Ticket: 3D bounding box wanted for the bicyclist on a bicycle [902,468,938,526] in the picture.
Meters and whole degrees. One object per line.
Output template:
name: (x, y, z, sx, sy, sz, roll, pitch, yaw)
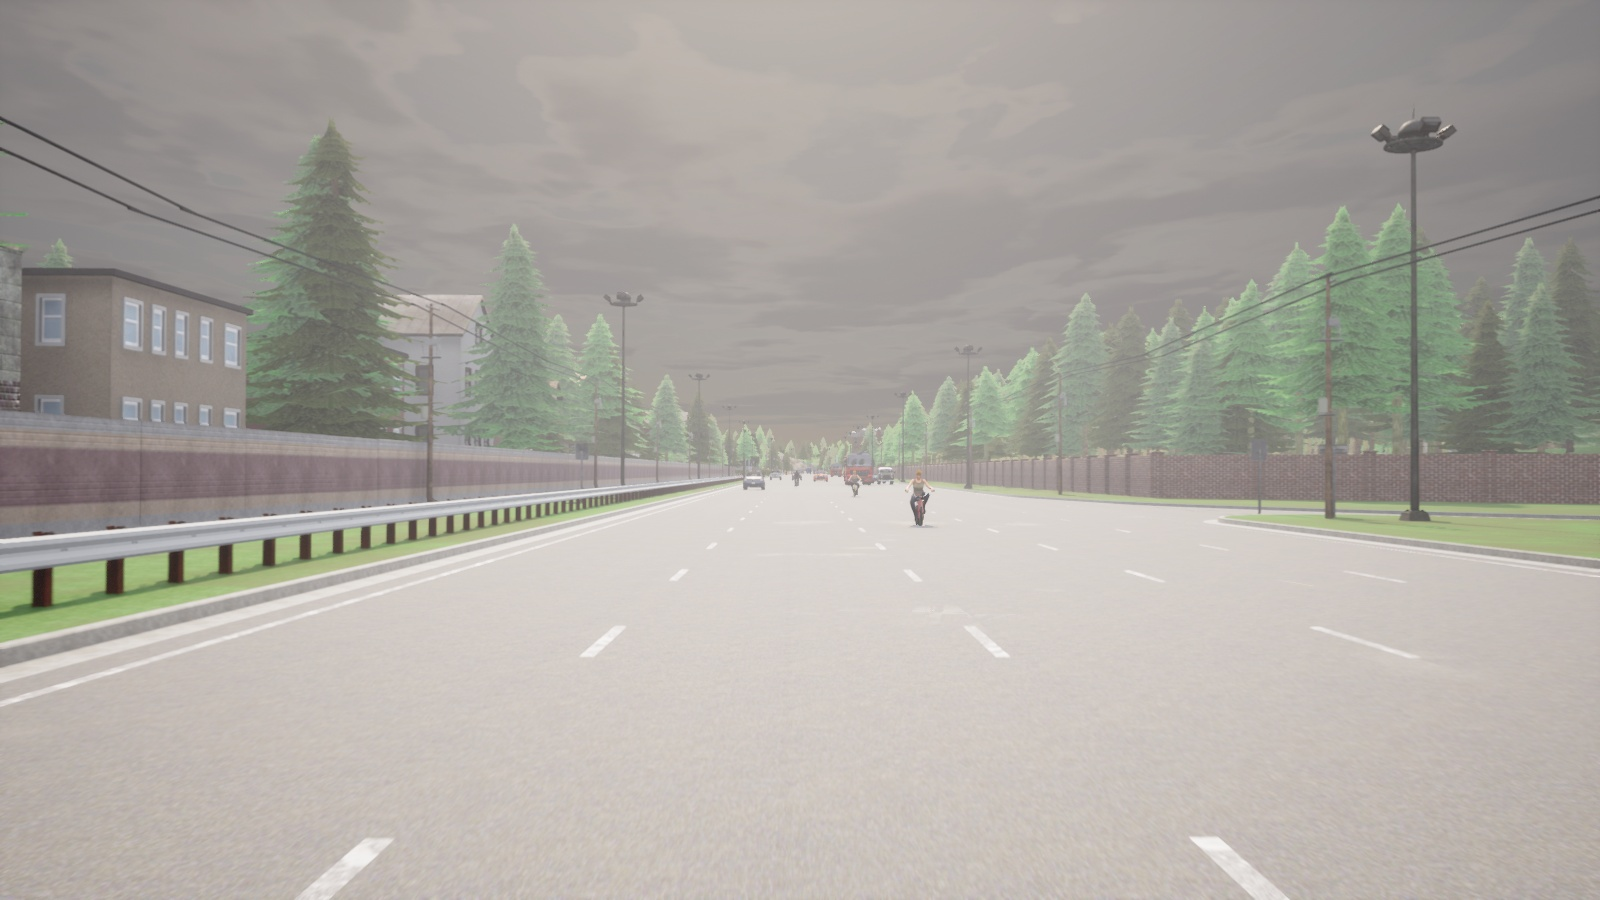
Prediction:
bicyclist on a bicycle: (3.409, 1.337, 35.801, 0.866, 1.612, 1.509, 0, -1, 0)
